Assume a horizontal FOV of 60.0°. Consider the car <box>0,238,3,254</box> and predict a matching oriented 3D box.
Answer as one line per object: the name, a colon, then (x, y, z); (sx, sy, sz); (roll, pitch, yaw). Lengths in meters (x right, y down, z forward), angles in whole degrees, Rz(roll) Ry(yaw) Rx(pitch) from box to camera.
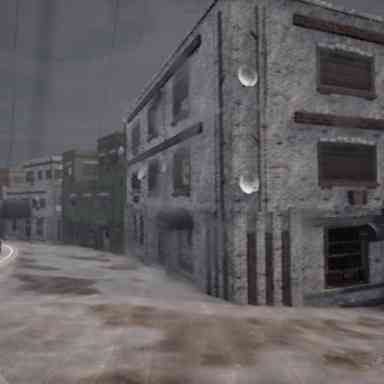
car: (-16.034, 4.114, 26.174); (1.812, 1.442, 4.674); (0, -6, -28)
